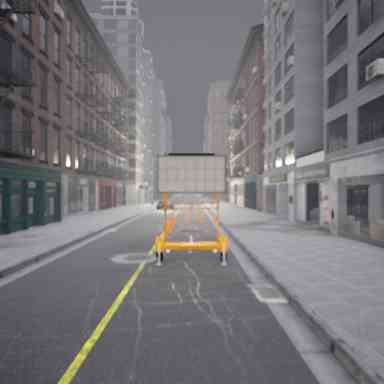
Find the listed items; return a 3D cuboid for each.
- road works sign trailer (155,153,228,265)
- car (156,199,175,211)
[{"bbox_3d":[-0.013,0.451,11.593,2.380,3.560,2.880,0,0,0],"label":"road works sign trailer"},{"bbox_3d":[-3.159,1.506,40.245,1.994,1.385,4.181,0,0,0],"label":"car"}]
